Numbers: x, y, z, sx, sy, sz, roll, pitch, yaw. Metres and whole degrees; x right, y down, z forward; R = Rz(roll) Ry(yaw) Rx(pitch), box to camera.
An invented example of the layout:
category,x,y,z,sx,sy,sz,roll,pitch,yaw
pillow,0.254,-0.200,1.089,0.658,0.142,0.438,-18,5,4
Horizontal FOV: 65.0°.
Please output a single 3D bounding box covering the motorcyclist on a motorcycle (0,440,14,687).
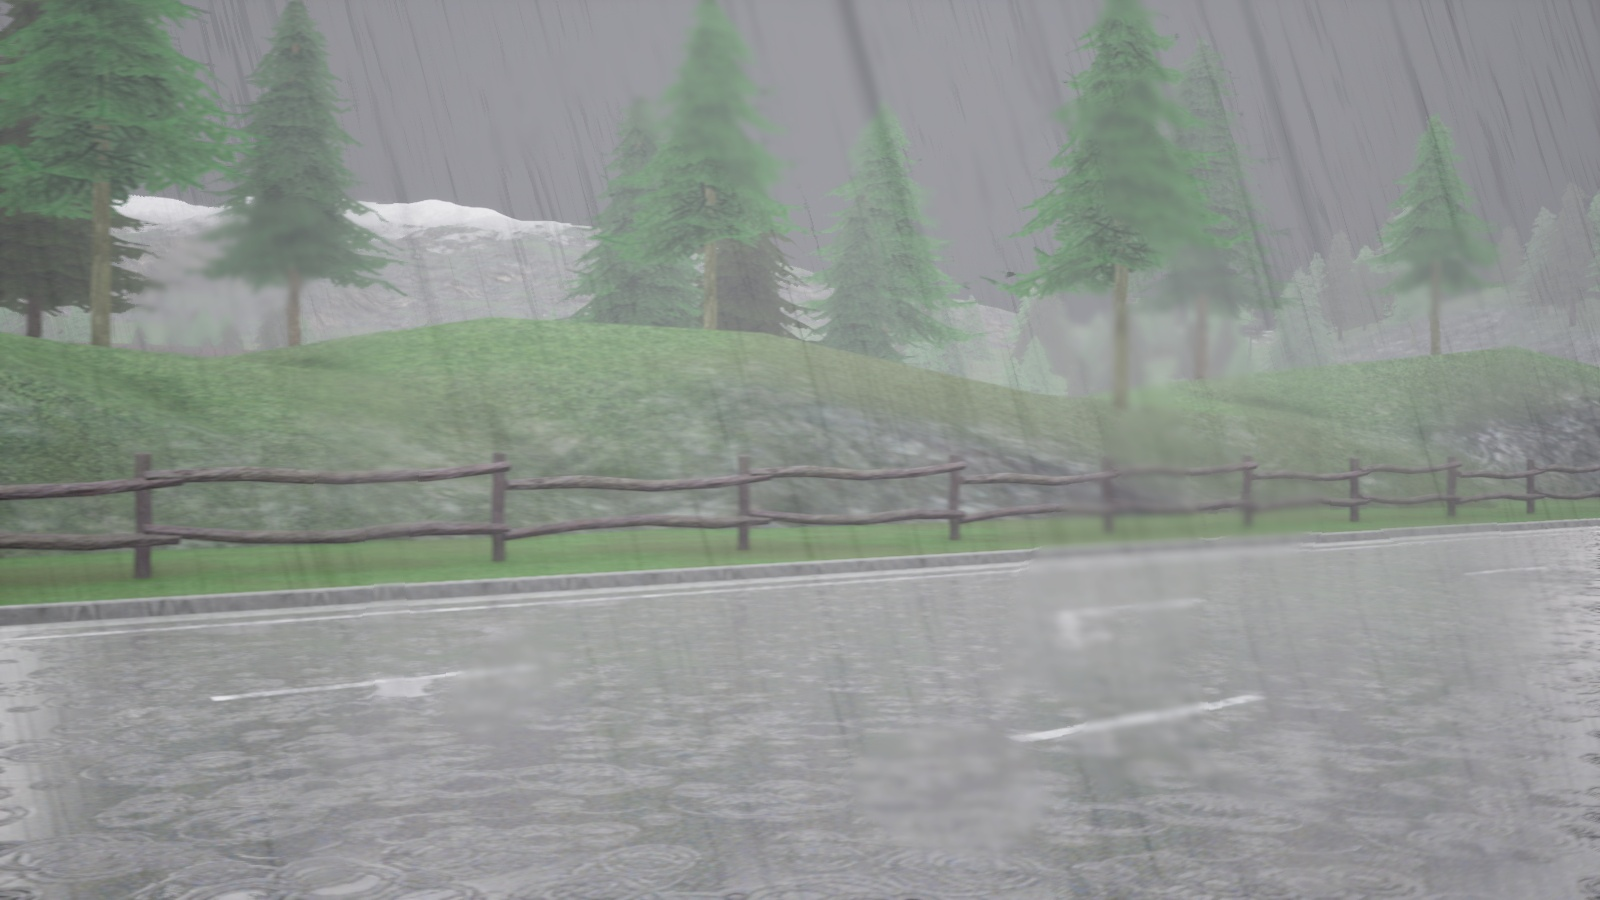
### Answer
category,x,y,z,sx,sy,sz,roll,pitch,yaw
motorcyclist on a motorcycle,-6.076,0.729,7.958,1.817,1.590,0.866,0,0,-35
